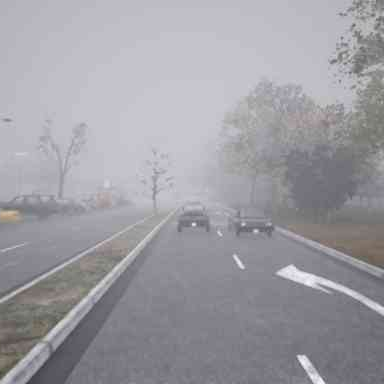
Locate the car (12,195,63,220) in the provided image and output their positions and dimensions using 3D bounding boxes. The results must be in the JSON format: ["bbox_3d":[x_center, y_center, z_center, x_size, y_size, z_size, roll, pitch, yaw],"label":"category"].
[{"bbox_3d":[-13.835,1.265,27.408,5.566,2.045,2.435,-1,0,-20],"label":"car"}]

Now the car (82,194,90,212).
[{"bbox_3d":[-13.836,1.434,36.420,4.553,1.767,2.185,-1,-1,-20],"label":"car"}]

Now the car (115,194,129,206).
[{"bbox_3d":[-13.797,1.436,54.432,5.566,2.045,2.435,-1,0,-20],"label":"car"}]

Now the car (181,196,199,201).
[{"bbox_3d":[0.099,1.572,38.805,2.128,1.511,4.902,0,0,0],"label":"car"}]

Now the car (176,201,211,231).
[{"bbox_3d":[0.099,1.510,20.445,1.837,1.490,4.892,0,0,0],"label":"car"}]

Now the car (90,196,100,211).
[{"bbox_3d":[-13.808,1.579,39.429,4.892,1.521,2.231,-1,-1,-20],"label":"car"}]

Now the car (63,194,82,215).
[{"bbox_3d":[-13.775,1.416,33.434,4.553,1.767,2.185,-1,0,-20],"label":"car"}]

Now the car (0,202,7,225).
[{"bbox_3d":[-13.639,1.490,18.490,5.366,1.575,1.946,-1,0,-20],"label":"car"}]

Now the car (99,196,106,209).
[{"bbox_3d":[-13.824,1.628,42.413,4.792,1.488,2.163,-1,0,-20],"label":"car"}]

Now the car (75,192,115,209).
[{"bbox_3d":[-13.825,1.369,45.419,5.566,2.045,2.435,-1,0,-20],"label":"car"}]

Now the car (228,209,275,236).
[{"bbox_3d":[3.099,1.603,18.328,1.895,1.301,4.718,0,0,0],"label":"car"}]

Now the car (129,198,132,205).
[{"bbox_3d":[-13.725,1.459,57.468,5.566,2.045,2.435,-1,-1,-20],"label":"car"}]

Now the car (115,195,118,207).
[{"bbox_3d":[-13.965,1.641,48.367,5.366,1.575,1.946,-1,0,-20],"label":"car"}]

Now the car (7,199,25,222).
[{"bbox_3d":[-13.985,1.500,21.356,5.366,1.575,1.946,-1,0,-20],"label":"car"}]

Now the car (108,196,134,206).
[{"bbox_3d":[-13.635,1.630,63.481,4.553,1.767,2.185,-1,0,-19],"label":"car"}]

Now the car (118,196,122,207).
[{"bbox_3d":[-13.776,1.705,51.434,4.674,1.452,2.002,-1,0,-20],"label":"car"}]
